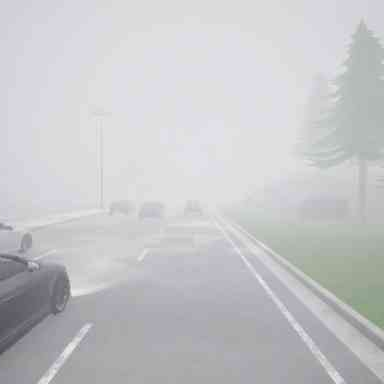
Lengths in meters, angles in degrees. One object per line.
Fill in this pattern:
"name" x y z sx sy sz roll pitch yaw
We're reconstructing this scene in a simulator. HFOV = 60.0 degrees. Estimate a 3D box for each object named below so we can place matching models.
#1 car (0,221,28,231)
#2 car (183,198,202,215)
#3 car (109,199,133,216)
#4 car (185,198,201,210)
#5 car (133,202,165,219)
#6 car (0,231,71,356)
"car" -6.900 1.526 10.534 1.812 1.442 4.674 0 0 0
"car" 0.097 1.547 34.440 2.033 1.411 5.357 0 0 0
"car" -6.898 1.503 33.228 1.837 1.490 4.892 0 0 0
"car" 0.140 1.547 44.515 2.033 1.411 5.357 0 0 1
"car" -3.399 1.547 28.820 2.033 1.411 5.357 0 0 0
"car" -3.402 1.563 4.938 1.994 1.385 4.181 0 0 0
